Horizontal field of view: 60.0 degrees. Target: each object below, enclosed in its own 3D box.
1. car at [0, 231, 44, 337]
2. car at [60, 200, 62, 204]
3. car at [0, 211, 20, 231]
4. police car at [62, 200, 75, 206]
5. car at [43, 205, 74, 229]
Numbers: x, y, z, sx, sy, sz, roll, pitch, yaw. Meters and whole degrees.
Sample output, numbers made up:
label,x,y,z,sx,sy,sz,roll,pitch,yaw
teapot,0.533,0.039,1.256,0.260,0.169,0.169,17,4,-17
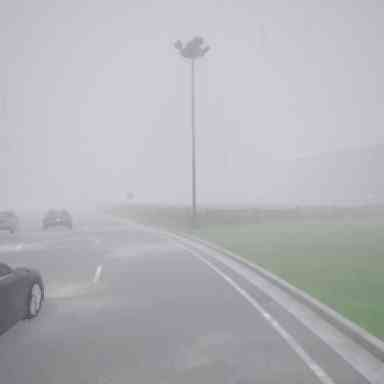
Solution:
label,x,y,z,sx,sy,sz,roll,pitch,yaw
car,-3.680,1.602,4.646,1.837,1.490,4.892,0,-1,-5
car,-33.470,2.914,89.057,1.837,1.490,4.892,0,-1,-24
car,-12.687,1.950,22.204,2.033,1.411,5.357,0,-1,-23
police car,-29.423,2.683,79.999,1.930,1.638,5.238,0,-1,-24
car,-10.260,1.975,25.403,1.994,1.385,4.181,0,-1,-23
